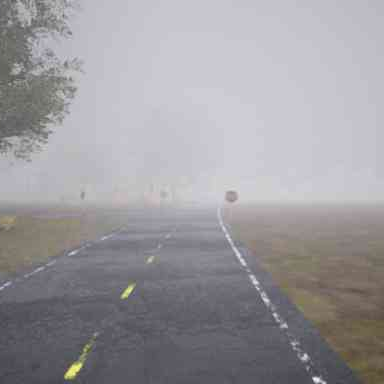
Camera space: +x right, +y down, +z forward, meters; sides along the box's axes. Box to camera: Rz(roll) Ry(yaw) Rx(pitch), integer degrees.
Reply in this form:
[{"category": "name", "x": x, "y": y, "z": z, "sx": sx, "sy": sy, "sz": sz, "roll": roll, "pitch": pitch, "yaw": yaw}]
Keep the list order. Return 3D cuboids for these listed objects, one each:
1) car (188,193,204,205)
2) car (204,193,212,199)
[{"category": "car", "x": 0.460, "y": 1.457, "z": 57.659, "sx": 1.882, "sy": 1.535, "sz": 5.008, "roll": 0, "pitch": 2, "yaw": 7}, {"category": "car", "x": 3.651, "y": 1.013, "z": 80.139, "sx": 2.150, "sy": 2.045, "sz": 5.566, "roll": 0, "pitch": 0, "yaw": 10}]
